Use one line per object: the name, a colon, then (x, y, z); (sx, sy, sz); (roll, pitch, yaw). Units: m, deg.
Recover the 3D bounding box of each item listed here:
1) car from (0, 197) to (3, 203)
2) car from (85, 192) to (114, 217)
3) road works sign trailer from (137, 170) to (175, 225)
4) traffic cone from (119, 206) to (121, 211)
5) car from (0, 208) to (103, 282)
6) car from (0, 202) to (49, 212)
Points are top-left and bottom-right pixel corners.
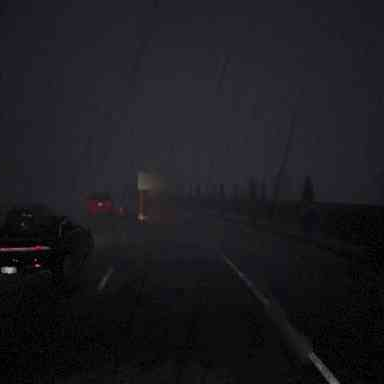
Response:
car: (-31.259, 1.180, 52.618); (2.128, 1.511, 4.902); (0, 0, -34)
car: (-7.803, 1.032, 28.212); (2.150, 2.045, 5.566); (0, 0, -16)
road works sign trailer: (-2.565, 0.304, 22.582); (2.380, 3.560, 2.880); (0, 0, -16)
traffic cone: (-6.401, 1.743, 30.868); (0.340, 0.580, 0.340); (0, 0, -16)
car: (-4.125, 1.431, 9.487); (2.128, 1.511, 4.902); (0, 0, -6)
car: (-9.217, 1.384, 19.343); (1.837, 1.490, 4.892); (0, 0, -12)
